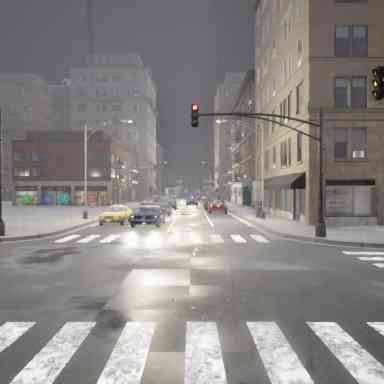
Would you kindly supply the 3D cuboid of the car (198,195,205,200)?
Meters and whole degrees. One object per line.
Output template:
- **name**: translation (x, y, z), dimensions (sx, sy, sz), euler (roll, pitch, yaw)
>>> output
- **car**: translation (2.632, 1.575, 91.942), dimensions (1.947, 1.339, 4.313), euler (0, 0, 0)

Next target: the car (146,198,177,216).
- **car**: translation (-2.857, 1.548, 32.257), dimensions (2.033, 1.411, 5.357), euler (0, 0, 0)

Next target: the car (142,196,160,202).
- **car**: translation (-5.390, 1.553, 40.984), dimensions (2.008, 1.369, 4.403), euler (0, 0, 0)

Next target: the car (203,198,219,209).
- **car**: translation (2.635, 1.568, 46.647), dimensions (1.947, 1.339, 4.313), euler (0, 0, 0)

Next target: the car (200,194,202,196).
- **car**: translation (2.633, 1.555, 69.294), dimensions (2.008, 1.369, 4.403), euler (0, 0, 0)

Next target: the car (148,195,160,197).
- **car**: translation (-5.390, 1.317, 46.647), dimensions (2.192, 1.841, 5.009), euler (0, 0, 0)

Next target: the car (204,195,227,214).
- **car**: translation (2.635, 1.441, 35.322), dimensions (1.967, 1.590, 4.097), euler (0, 0, 0)

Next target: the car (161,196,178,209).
- **car**: translation (-2.844, 1.528, 42.098), dimensions (1.812, 1.442, 4.674), euler (0, 0, 0)

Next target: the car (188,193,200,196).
- **car**: translation (-0.004, 1.225, 64.116), dimensions (2.150, 2.045, 5.566), euler (0, 0, 0)

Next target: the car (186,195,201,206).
- **car**: translation (-0.003, 1.604, 53.814), dimensions (1.895, 1.301, 4.718), euler (0, 0, 0)

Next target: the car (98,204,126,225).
- **car**: translation (-5.389, 1.526, 23.829), dimensions (1.752, 1.417, 4.829), euler (0, 0, 0)

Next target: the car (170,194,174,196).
- **car**: translation (-5.392, 1.530, 69.124), dimensions (1.752, 1.417, 4.829), euler (0, 0, 0)

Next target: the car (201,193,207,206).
- **car**: translation (2.635, 1.317, 40.985), dimensions (2.192, 1.841, 5.009), euler (0, 0, 0)

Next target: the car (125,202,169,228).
- **car**: translation (-2.883, 1.601, 22.520), dimensions (1.895, 1.301, 4.718), euler (0, 0, 1)

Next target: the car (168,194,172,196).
- **car**: translation (-5.391, 1.586, 63.632), dimensions (1.802, 1.307, 4.206), euler (0, 0, 0)
